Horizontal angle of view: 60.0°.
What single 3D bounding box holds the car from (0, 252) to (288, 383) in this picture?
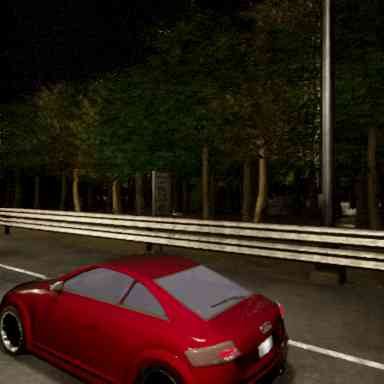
[{"bbox_3d":[-0.871,1.561,4.606,4.181,1.385,1.994,0,0,35],"label":"car"}]
